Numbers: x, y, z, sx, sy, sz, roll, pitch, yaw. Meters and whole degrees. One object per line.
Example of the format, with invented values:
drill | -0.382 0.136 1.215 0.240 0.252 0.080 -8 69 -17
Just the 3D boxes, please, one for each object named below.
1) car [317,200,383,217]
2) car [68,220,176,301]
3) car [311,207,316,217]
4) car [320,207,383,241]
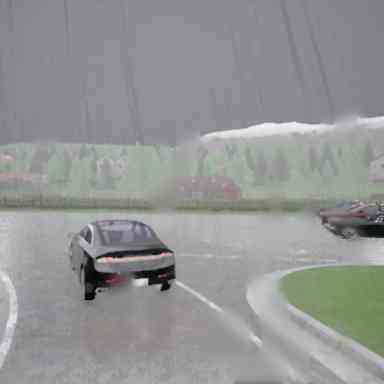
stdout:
car | 9.879 1.376 18.478 5.008 1.535 1.882 0 0 12
car | -1.946 1.442 8.350 2.128 1.511 4.902 0 0 -24
car | 11.615 1.365 25.265 4.892 1.490 1.837 0 0 12
car | 8.626 1.517 15.164 4.718 1.301 1.895 0 0 12
